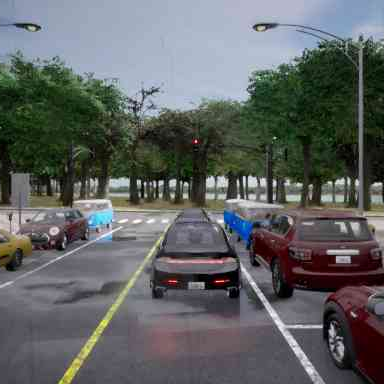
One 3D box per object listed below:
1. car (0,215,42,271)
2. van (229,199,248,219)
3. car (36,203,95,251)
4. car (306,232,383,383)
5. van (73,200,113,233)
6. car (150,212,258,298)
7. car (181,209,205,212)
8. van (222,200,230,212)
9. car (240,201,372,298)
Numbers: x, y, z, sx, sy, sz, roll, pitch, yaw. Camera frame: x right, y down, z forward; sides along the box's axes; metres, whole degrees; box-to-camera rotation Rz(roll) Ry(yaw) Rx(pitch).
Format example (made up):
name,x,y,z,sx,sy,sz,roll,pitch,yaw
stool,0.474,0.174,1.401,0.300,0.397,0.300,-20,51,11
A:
name,x,y,z,sx,sy,sz,roll,pitch,yaw
car,-5.770,1.526,8.275,1.752,1.417,4.829,0,0,0
van,2.751,1.342,13.888,1.690,1.788,3.998,0,0,0
car,-5.774,1.441,13.882,1.967,1.590,4.097,0,0,0
car,2.759,1.440,3.012,1.967,1.590,4.097,0,0,0
van,-5.777,1.343,19.320,1.690,1.788,3.998,0,0,0
car,0.084,1.492,8.480,2.128,1.511,4.902,0,0,0
car,0.045,1.565,17.399,1.994,1.385,4.181,0,0,1
van,2.748,1.343,19.325,1.690,1.788,3.998,0,0,0
car,2.755,1.315,8.450,2.192,1.841,5.009,0,0,0
